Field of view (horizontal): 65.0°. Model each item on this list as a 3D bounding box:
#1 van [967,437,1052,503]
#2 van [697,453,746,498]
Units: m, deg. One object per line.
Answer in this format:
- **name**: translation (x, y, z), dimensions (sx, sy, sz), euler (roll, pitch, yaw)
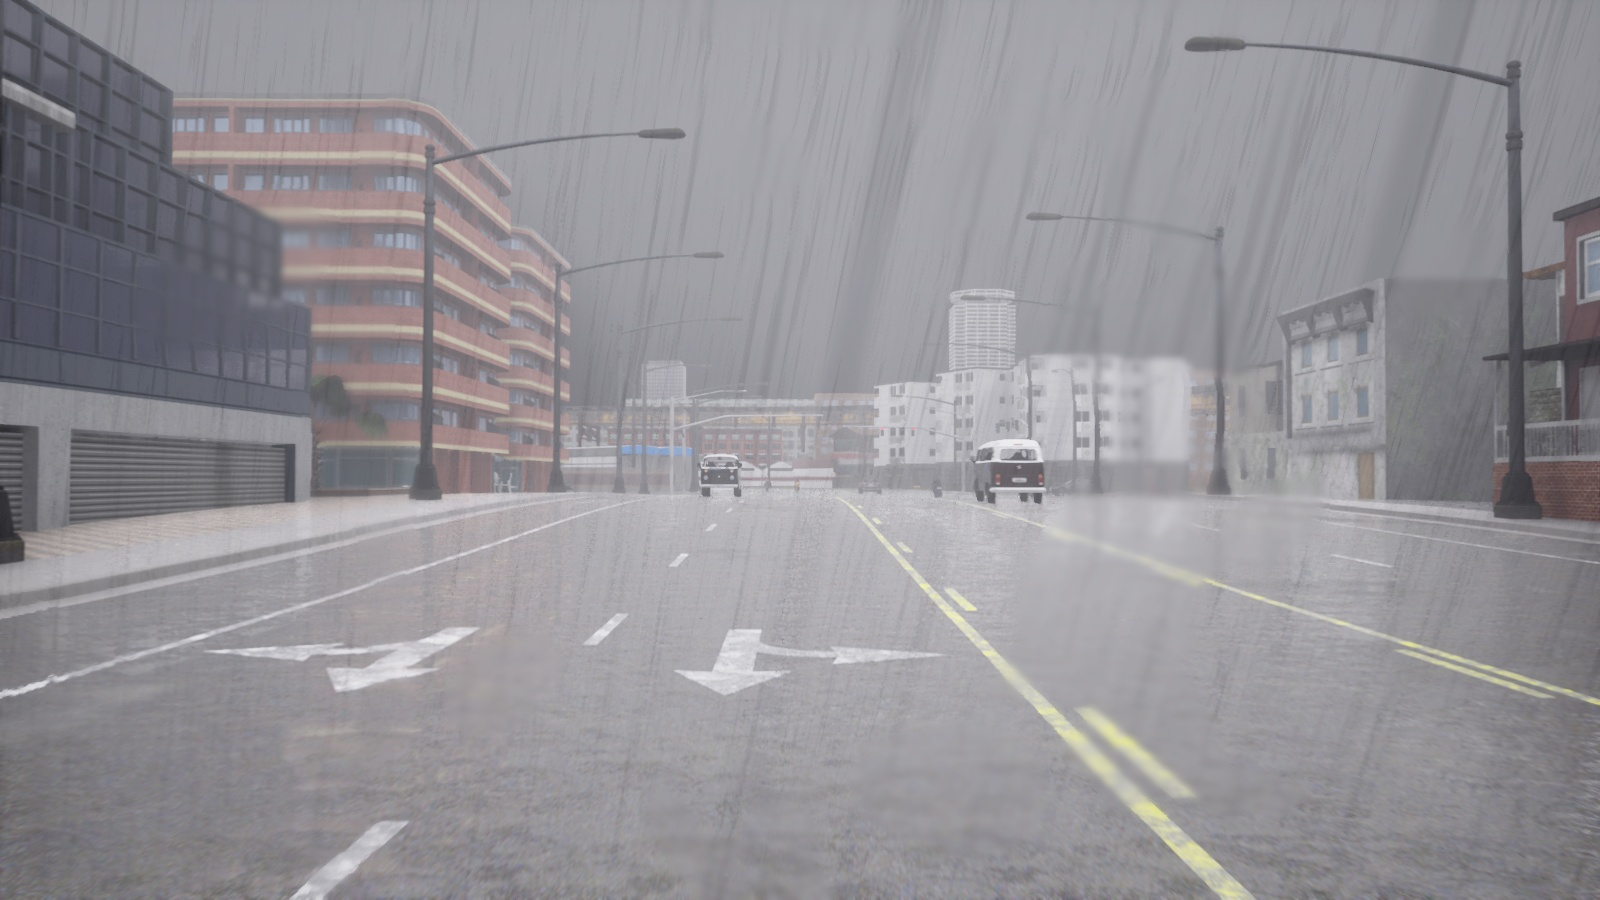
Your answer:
- **van**: translation (6.853, 0.653, 41.538), dimensions (2.069, 2.038, 4.480), euler (0, -1, 0)
- **van**: translation (-3.709, 1.231, 59.729), dimensions (2.069, 2.038, 4.480), euler (0, -2, 0)
